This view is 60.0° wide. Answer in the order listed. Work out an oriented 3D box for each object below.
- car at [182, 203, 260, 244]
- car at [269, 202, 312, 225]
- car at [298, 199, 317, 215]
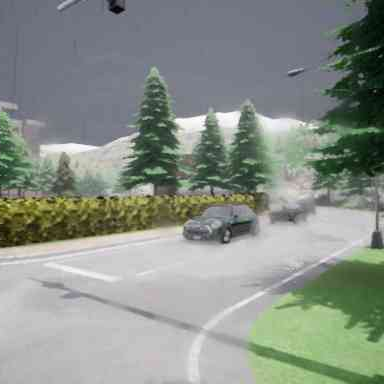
[{"bbox_3d":[1.516,1.398,16.257,2.097,1.767,4.553,-1,0,36],"label":"car"},{"bbox_3d":[7.180,1.624,24.500,1.895,1.301,4.718,-1,0,30],"label":"car"},{"bbox_3d":[11.770,1.522,34.466,1.837,1.490,4.892,-1,0,19],"label":"car"}]
